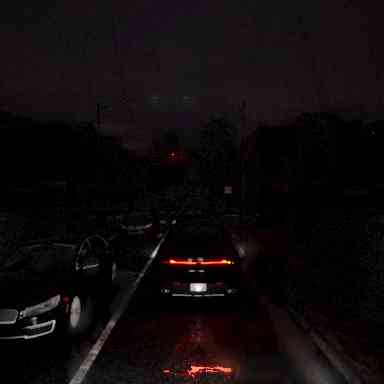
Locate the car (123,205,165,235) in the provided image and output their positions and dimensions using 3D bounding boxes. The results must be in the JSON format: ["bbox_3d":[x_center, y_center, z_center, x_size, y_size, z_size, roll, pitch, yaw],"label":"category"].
[{"bbox_3d":[-2.642,1.584,17.463,1.802,1.307,4.206,-2,0,0],"label":"car"}]

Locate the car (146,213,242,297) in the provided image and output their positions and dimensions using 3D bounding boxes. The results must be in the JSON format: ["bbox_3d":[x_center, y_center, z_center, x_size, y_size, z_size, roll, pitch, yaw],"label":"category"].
[{"bbox_3d":[0.111,1.503,8.521,1.837,1.490,4.892,0,0,0],"label":"car"}]

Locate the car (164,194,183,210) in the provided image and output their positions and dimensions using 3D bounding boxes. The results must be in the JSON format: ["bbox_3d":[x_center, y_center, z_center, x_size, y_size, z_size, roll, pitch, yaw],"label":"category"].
[{"bbox_3d":[-2.623,1.489,44.240,1.967,1.590,4.097,-2,0,0],"label":"car"}]

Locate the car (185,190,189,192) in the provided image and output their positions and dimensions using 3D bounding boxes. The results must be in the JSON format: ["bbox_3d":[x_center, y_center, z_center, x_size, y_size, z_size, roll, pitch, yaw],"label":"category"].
[{"bbox_3d":[-2.566,1.145,94.110,2.192,1.841,5.009,-1,1,0],"label":"car"}]

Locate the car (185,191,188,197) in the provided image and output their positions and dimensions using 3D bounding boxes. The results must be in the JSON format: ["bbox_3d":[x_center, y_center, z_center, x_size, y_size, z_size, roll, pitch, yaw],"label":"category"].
[{"bbox_3d":[-2.595,1.318,71.940,2.192,1.841,5.009,-1,0,0],"label":"car"}]

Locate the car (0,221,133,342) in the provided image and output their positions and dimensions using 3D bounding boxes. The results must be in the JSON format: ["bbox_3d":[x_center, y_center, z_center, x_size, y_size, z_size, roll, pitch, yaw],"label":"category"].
[{"bbox_3d":[-2.653,1.549,6.568,2.008,1.369,4.403,-2,0,0],"label":"car"}]

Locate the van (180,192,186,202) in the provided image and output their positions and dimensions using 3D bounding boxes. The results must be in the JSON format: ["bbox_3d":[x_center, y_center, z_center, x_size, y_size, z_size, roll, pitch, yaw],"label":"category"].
[{"bbox_3d":[-2.599,1.369,66.396,1.690,1.788,3.998,-1,0,0],"label":"van"}]

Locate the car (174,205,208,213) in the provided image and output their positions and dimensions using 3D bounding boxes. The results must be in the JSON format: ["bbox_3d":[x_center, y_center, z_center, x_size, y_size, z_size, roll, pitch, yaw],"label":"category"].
[{"bbox_3d":[0.147,1.604,18.652,1.895,1.301,4.718,0,0,1],"label":"car"}]

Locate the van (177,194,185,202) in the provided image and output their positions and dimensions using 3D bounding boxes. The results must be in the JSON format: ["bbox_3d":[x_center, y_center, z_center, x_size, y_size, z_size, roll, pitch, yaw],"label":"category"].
[{"bbox_3d":[-2.587,1.313,77.476,1.690,1.788,3.998,-1,0,0],"label":"van"}]

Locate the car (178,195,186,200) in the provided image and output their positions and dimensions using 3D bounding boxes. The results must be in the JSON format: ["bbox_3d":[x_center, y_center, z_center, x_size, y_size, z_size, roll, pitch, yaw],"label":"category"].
[{"bbox_3d":[-2.569,1.442,88.560,2.008,1.369,4.403,-1,0,0],"label":"car"}]

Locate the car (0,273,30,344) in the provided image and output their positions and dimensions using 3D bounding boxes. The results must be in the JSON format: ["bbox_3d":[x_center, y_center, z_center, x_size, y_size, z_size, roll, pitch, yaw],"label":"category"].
[{"bbox_3d":[-2.658,1.550,1.120,2.008,1.369,4.403,-2,0,0],"label":"car"}]
